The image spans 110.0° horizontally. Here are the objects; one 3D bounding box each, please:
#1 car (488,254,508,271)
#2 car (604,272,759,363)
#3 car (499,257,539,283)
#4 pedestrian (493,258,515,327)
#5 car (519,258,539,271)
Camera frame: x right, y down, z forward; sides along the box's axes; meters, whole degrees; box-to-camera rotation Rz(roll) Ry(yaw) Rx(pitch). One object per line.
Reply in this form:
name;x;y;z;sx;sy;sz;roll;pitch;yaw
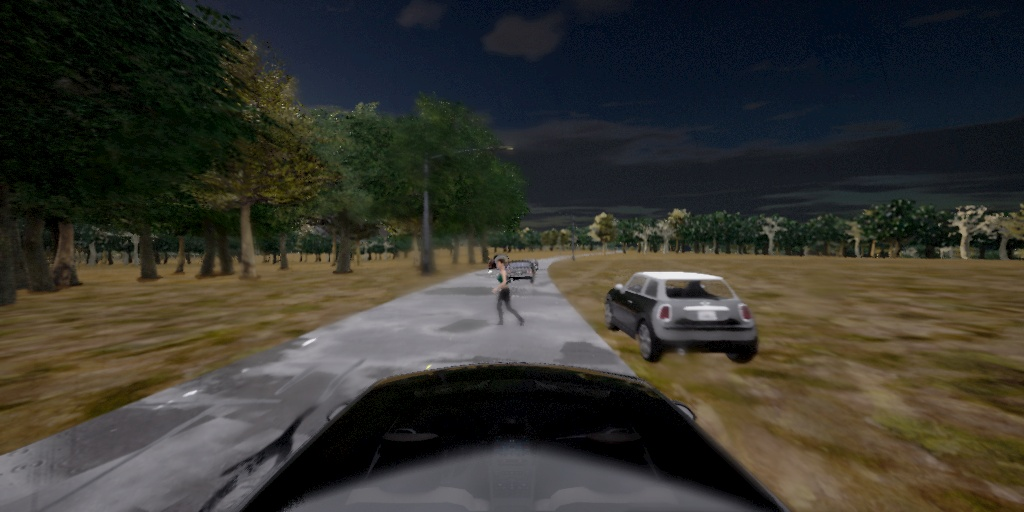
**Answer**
car;-1.239;0.618;38.430;2.097;1.767;4.553;0;1;6
car;3.300;1.066;7.796;1.970;1.475;3.806;0;1;1
car;0.638;0.981;23.599;2.033;1.411;5.357;0;1;5
pedestrian;-0.224;0.922;9.368;0.375;1.860;0.375;-1;2;-14
car;1.958;0.875;39.151;1.895;1.301;4.718;0;1;6
